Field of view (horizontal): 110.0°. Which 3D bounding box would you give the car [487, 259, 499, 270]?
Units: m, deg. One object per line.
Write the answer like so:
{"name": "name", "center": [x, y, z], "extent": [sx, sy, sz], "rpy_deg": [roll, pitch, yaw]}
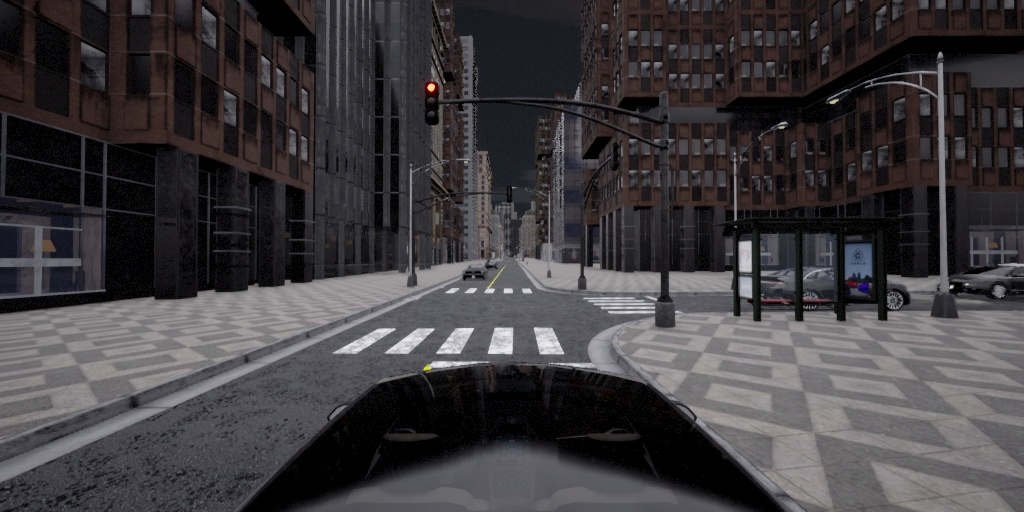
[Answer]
{"name": "car", "center": [-3.009, 1.268, 52.617], "extent": [1.837, 1.490, 4.892], "rpy_deg": [0, 0, 0]}

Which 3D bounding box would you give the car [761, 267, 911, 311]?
{"name": "car", "center": [11.518, 1.145, 13.103], "extent": [4.902, 1.511, 2.128], "rpy_deg": [0, -1, 0]}

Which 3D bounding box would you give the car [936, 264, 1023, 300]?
{"name": "car", "center": [22.244, 1.134, 16.197], "extent": [4.892, 1.490, 1.837], "rpy_deg": [0, -1, 0]}

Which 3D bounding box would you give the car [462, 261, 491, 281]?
{"name": "car", "center": [-3.063, 1.358, 30.483], "extent": [1.895, 1.301, 4.718], "rpy_deg": [0, 0, 0]}
